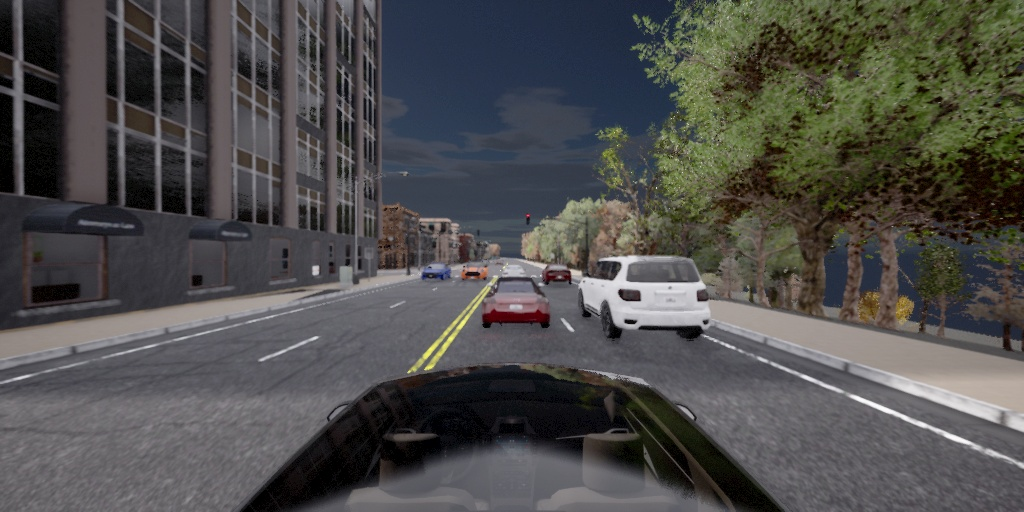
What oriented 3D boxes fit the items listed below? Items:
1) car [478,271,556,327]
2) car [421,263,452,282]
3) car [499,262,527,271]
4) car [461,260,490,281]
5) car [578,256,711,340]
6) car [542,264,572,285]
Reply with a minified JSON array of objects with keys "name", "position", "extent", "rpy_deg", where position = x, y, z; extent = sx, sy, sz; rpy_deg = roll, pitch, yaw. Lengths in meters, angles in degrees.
[{"name":"car","position":[0.114,1.362,11.751],"extent":[1.994,1.385,4.181],"rpy_deg":[0,0,0]},{"name":"car","position":[-6.511,1.368,31.361],"extent":[1.882,1.535,5.008],"rpy_deg":[0,-1,0]},{"name":"car","position":[0.133,1.398,27.511],"extent":[1.812,1.442,4.674],"rpy_deg":[0,0,0]},{"name":"car","position":[-3.255,1.245,32.119],"extent":[2.097,1.767,4.553],"rpy_deg":[0,0,1]},{"name":"car","position":[3.365,1.014,10.260],"extent":[2.150,2.045,5.566],"rpy_deg":[0,0,0]},{"name":"car","position":[3.383,1.351,27.807],"extent":[1.882,1.535,5.008],"rpy_deg":[0,0,0]}]
